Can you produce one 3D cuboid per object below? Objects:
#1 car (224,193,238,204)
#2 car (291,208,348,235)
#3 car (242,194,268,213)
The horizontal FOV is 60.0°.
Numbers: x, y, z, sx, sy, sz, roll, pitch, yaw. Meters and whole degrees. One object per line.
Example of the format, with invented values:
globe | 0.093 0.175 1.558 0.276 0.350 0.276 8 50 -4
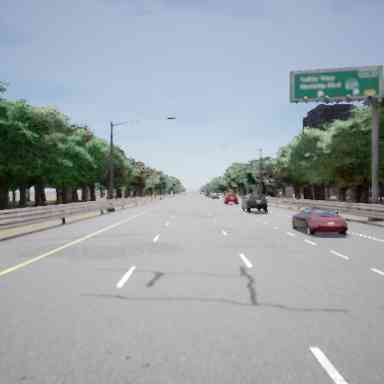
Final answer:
car | 7.091 1.209 61.211 2.150 2.045 5.566 0 0 0
car | 7.025 1.562 18.776 1.994 1.385 4.181 0 0 0
car | 7.055 1.212 37.729 2.150 2.045 5.566 0 0 0
